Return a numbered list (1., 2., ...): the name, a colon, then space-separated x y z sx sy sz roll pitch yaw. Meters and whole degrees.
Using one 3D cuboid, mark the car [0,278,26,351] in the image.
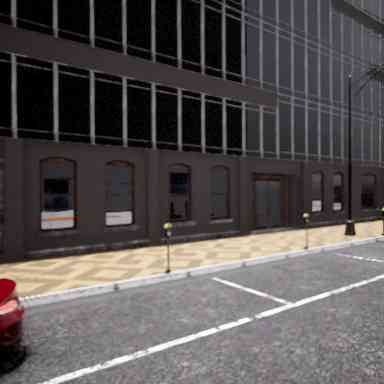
1. car: -4.148 1.591 3.602 4.206 1.307 1.802 0 0 -35
